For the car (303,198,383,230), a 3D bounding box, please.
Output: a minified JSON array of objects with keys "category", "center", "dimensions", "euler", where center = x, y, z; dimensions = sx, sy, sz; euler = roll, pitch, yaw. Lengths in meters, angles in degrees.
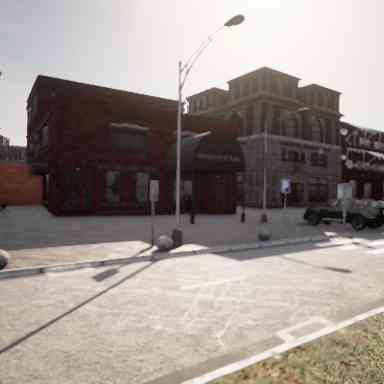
[{"category":"car","center":[10.495,1.423,22.989],"dimensions":[2.435,2.045,5.566],"euler":[1,0,-35]}]
